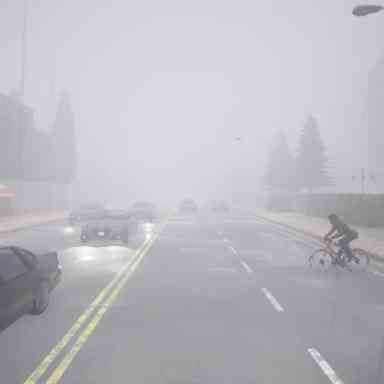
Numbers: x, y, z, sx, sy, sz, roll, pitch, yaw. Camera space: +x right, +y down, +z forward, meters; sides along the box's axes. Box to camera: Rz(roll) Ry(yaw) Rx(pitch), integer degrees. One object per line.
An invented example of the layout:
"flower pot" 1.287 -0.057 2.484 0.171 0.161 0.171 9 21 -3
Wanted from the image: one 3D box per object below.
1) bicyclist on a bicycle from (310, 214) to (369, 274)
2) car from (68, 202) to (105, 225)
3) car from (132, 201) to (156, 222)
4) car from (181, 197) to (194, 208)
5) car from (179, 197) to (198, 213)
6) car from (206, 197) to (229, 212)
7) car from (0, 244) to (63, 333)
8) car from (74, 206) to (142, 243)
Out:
"bicyclist on a bicycle" 4.038 1.439 9.127 1.656 1.620 0.582 -1 0 -1
"car" -7.340 1.502 24.022 1.837 1.490 4.892 0 -1 0
"car" -3.937 1.499 26.518 1.837 1.490 4.892 0 0 -1
"car" -0.619 1.495 47.701 1.837 1.490 4.892 0 0 0
"car" -0.426 1.482 36.594 2.128 1.511 4.902 0 0 0
"car" 3.083 1.539 38.095 2.033 1.411 5.357 0 0 -1
"car" -3.643 1.547 4.848 2.033 1.411 5.357 0 0 -1
"car" -3.802 1.561 15.812 1.994 1.385 4.181 0 0 -1
